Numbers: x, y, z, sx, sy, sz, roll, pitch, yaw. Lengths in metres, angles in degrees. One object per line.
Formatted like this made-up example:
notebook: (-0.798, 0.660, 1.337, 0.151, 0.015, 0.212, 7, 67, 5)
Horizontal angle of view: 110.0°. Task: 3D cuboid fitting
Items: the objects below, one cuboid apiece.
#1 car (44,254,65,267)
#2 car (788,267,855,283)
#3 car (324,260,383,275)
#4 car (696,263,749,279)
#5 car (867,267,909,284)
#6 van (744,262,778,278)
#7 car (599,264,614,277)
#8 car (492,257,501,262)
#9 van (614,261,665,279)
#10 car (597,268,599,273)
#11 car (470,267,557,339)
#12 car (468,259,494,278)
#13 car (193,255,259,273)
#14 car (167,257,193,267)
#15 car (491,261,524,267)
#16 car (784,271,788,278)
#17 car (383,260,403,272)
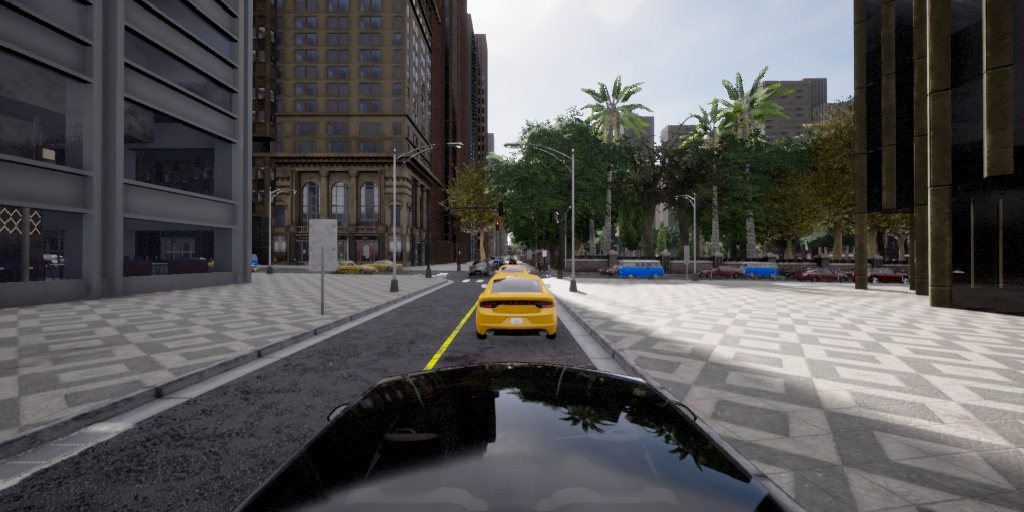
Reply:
car: (-43.501, 0.505, 33.513, 4.097, 1.591, 1.967, 0, 0, 0)
car: (28.509, 1.828, 33.073, 4.207, 1.307, 1.802, 0, 0, 0)
car: (-14.978, 1.050, 33.339, 4.829, 1.417, 1.751, 0, 0, 0)
car: (22.598, 1.707, 38.974, 4.674, 1.442, 1.812, 1, 0, 0)
car: (34.033, 1.777, 33.039, 4.097, 1.591, 1.967, 0, 0, 0)
van: (28.550, 1.635, 41.598, 3.998, 1.789, 1.690, 0, 0, 0)
car: (12.638, 1.564, 39.035, 5.357, 1.411, 2.033, 1, 0, 0)
car: (-2.995, 1.333, 53.466, 1.812, 1.442, 4.674, 0, 0, 0)
van: (11.939, 1.313, 33.174, 3.998, 1.789, 1.690, 0, 0, 0)
car: (11.980, 1.603, 41.699, 4.207, 1.307, 1.802, 0, 0, 0)
car: (0.111, 1.229, 10.124, 1.882, 1.535, 5.008, 0, 0, 0)
car: (-3.028, 1.272, 34.192, 1.837, 1.490, 4.892, 0, 0, 0)
car: (-26.319, 0.865, 33.408, 4.829, 1.417, 1.751, 0, 0, 0)
car: (-37.786, 0.771, 42.004, 4.313, 1.339, 1.948, 0, 0, 0)
car: (0.041, 1.233, 20.184, 1.882, 1.535, 5.008, 0, 0, 0)
car: (33.042, 1.901, 38.901, 5.357, 1.411, 2.033, 1, 0, 1)
car: (-15.276, 1.099, 41.866, 4.829, 1.417, 1.751, 0, 0, 0)
